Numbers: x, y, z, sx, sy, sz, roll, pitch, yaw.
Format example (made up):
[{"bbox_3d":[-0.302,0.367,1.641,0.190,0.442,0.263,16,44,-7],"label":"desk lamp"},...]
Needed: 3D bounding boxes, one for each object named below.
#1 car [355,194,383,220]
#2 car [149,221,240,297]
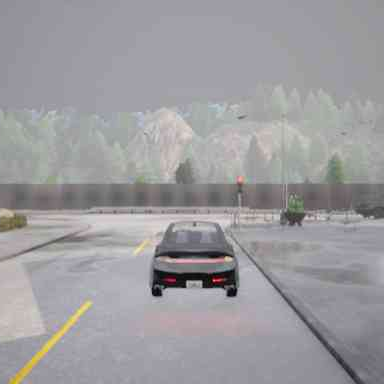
[{"bbox_3d":[16.667,1.226,27.773,5.566,2.045,2.150,0,0,2],"label":"car"},{"bbox_3d":[0.064,1.493,8.563,2.128,1.511,4.902,0,0,1],"label":"car"}]
